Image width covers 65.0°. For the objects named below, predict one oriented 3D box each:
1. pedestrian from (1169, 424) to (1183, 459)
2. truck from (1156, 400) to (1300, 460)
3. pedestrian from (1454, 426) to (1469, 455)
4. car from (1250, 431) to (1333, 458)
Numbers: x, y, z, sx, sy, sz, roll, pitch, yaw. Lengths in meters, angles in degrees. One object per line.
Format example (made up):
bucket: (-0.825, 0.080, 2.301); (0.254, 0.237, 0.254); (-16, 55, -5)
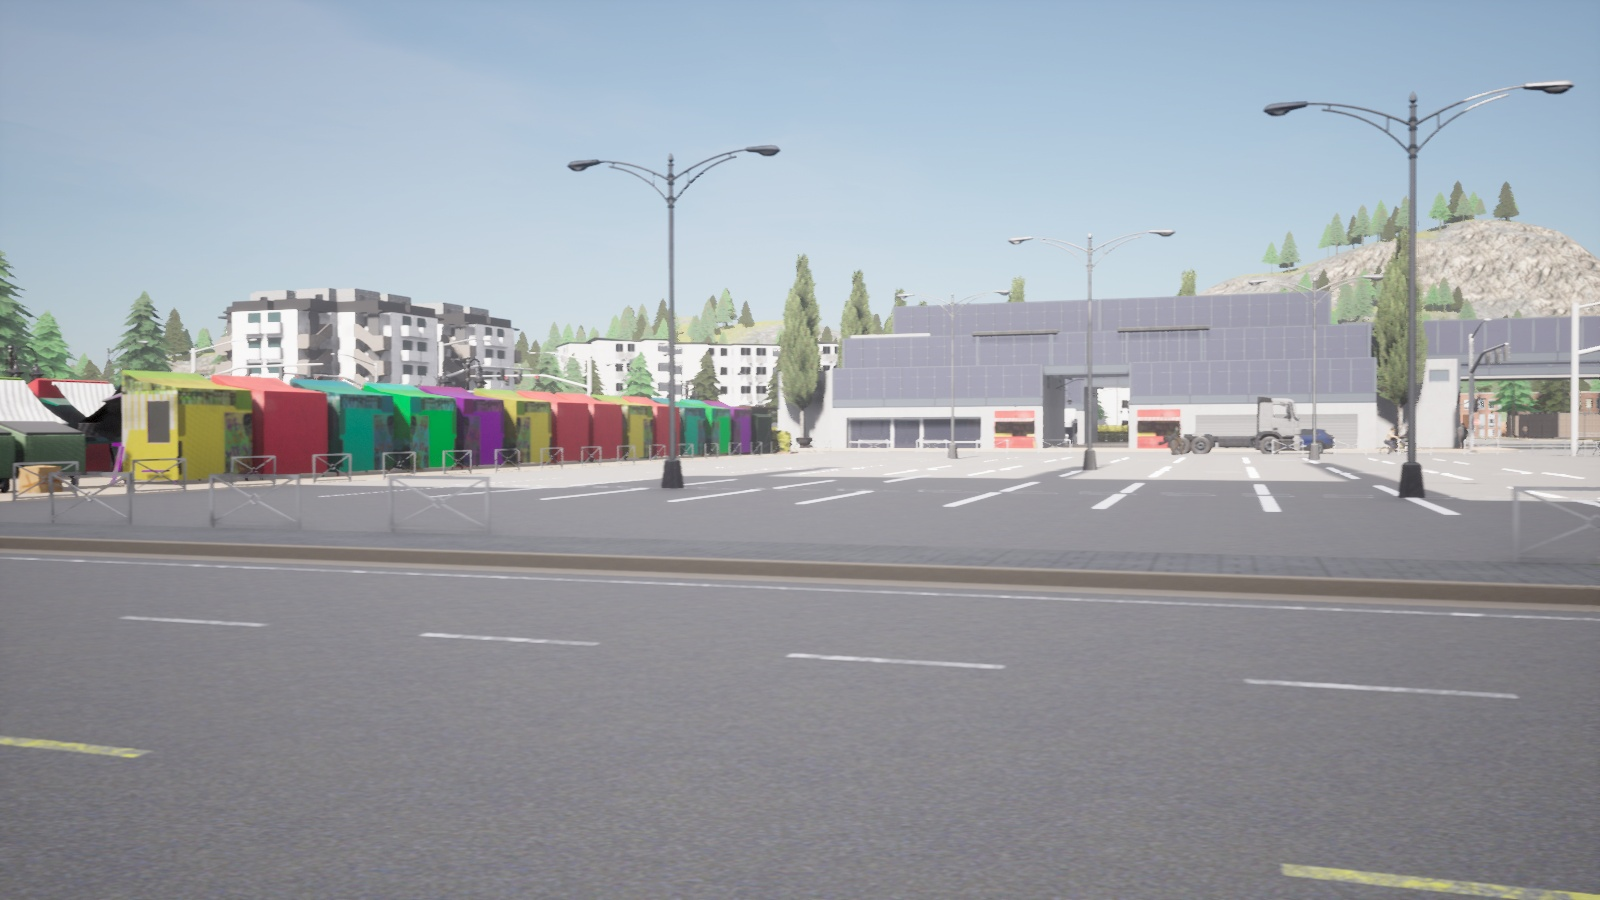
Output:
pedestrian: (20.702, -0.489, 69.056); (0.692, 1.930, 0.395); (0, 1, 12)
truck: (25.371, -1.199, 74.571); (7.936, 3.462, 2.891); (1, 1, 20)
pedestrian: (45.570, -0.673, 86.456); (0.659, 1.952, 0.873); (1, 1, 45)
car: (31.226, -0.350, 79.880); (4.856, 1.649, 2.033); (1, 1, 20)
